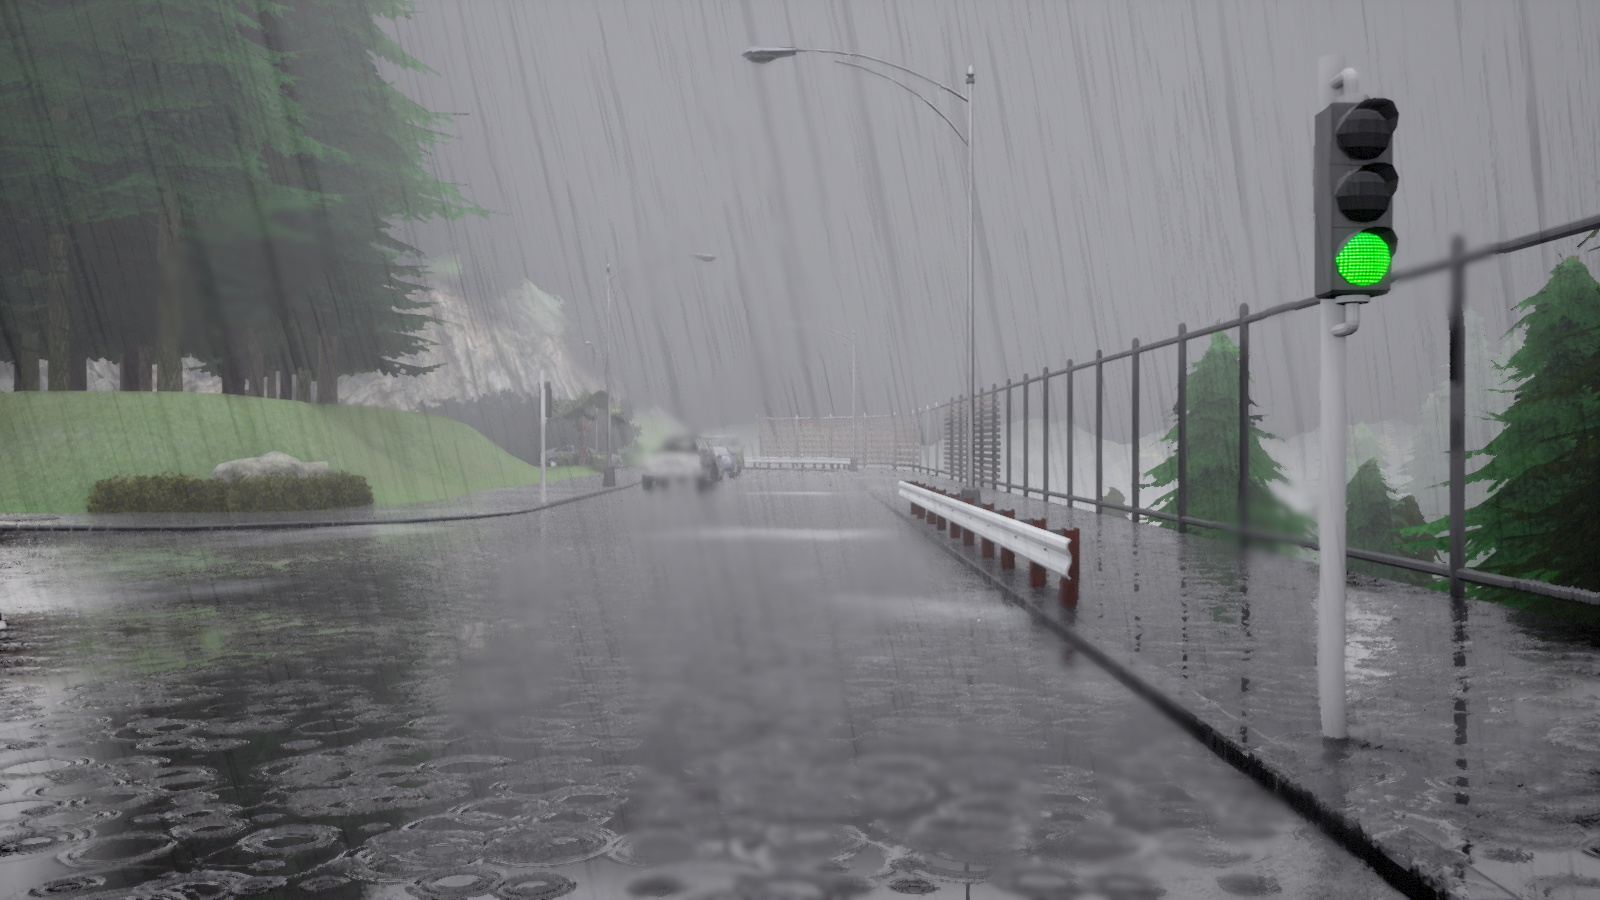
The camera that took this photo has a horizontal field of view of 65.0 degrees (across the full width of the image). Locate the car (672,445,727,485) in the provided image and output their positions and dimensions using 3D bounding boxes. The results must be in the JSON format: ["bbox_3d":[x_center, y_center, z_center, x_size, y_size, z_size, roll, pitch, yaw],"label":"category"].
[{"bbox_3d":[-3.886,0.573,49.048,1.845,1.501,3.633,0,0,0],"label":"car"}]

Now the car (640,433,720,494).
[{"bbox_3d":[-3.812,0.407,40.727,1.932,1.855,4.605,0,0,3],"label":"car"}]

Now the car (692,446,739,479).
[{"bbox_3d":[-3.842,0.551,57.831,1.812,1.442,4.674,0,0,0],"label":"car"}]

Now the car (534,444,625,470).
[{"bbox_3d":[-12.846,0.417,73.376,4.902,1.511,2.128,0,0,0],"label":"car"}]

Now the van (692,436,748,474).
[{"bbox_3d":[-4.337,0.243,67.402,1.775,1.987,4.442,0,0,-21],"label":"van"}]
